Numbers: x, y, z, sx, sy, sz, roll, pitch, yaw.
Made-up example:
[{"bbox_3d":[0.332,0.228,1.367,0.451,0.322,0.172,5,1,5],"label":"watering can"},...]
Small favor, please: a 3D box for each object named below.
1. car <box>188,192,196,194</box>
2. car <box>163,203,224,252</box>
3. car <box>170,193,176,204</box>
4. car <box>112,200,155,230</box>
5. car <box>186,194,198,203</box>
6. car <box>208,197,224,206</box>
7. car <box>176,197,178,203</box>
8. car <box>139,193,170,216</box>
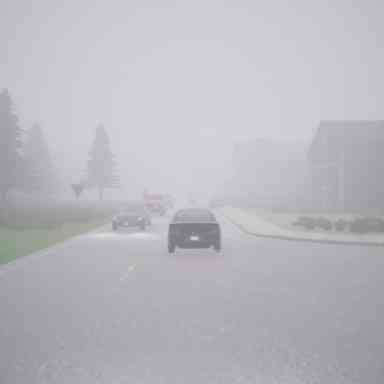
[{"bbox_3d":[-0.017,1.053,64.567,2.150,2.045,5.566,0,0,0],"label":"car"},{"bbox_3d":[0.085,1.389,13.455,1.882,1.535,5.008,0,0,0],"label":"car"},{"bbox_3d":[-3.594,1.108,43.399,2.150,2.045,5.566,0,0,0],"label":"car"},{"bbox_3d":[-3.601,1.472,20.581,1.812,1.442,4.674,0,0,0],"label":"car"},{"bbox_3d":[-0.014,1.406,53.943,2.033,1.411,5.357,0,0,0],"label":"car"},{"bbox_3d":[2.961,1.344,42.393,1.816,1.474,4.193,-6,1,-2],"label":"car"},{"bbox_3d":[-3.516,1.488,59.114,1.895,1.301,4.718,0,0,0],"label":"car"},{"bbox_3d":[-3.607,1.139,31.275,2.150,2.045,5.566,0,0,0],"label":"car"}]
